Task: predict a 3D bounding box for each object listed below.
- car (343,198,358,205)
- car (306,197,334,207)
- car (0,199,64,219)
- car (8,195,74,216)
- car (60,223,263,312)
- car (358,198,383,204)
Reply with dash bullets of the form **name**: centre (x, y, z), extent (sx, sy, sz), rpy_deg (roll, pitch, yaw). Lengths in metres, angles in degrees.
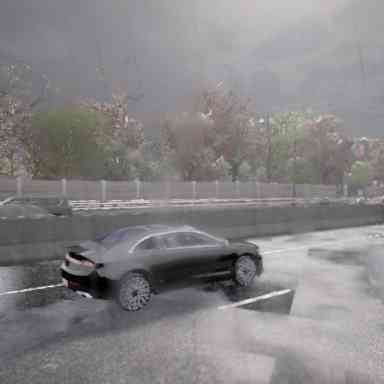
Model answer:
- **car**: centre (23.134, 1.571, 46.242), extent (5.357, 1.411, 2.033), rpy_deg (0, 0, -35)
- **car**: centre (18.085, 1.528, 46.952), extent (4.892, 1.490, 1.837), rpy_deg (1, 0, -35)
- **car**: centre (-8.565, 1.353, 15.079), extent (4.553, 1.767, 2.097), rpy_deg (0, 0, -35)
- **car**: centre (-9.540, 1.223, 18.681), extent (5.566, 2.045, 2.150), rpy_deg (0, 0, -35)
- **car**: centre (-0.442, 1.492, 7.729), extent (4.902, 1.511, 2.128), rpy_deg (0, 0, -35)
- **car**: centre (23.763, 1.499, 42.411), extent (5.008, 1.535, 1.882), rpy_deg (0, 0, -35)
